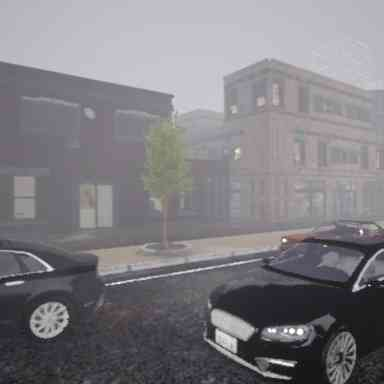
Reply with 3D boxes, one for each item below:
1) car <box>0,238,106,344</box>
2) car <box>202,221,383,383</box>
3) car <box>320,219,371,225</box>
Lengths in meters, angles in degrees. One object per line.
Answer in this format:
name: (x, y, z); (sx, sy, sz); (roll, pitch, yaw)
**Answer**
car: (-3.761, 1.505, 4.877); (4.892, 1.490, 1.837); (1, 0, -35)
car: (2.412, 1.503, 5.386); (4.902, 1.511, 2.128); (0, 0, -35)
car: (5.126, 1.635, 11.292); (4.718, 1.301, 1.895); (0, 0, -35)
